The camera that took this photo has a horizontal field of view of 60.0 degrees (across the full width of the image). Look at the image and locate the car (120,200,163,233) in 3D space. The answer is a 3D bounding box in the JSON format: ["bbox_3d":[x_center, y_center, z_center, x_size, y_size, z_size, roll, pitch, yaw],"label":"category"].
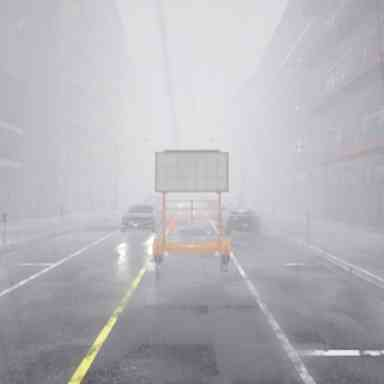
[{"bbox_3d":[-2.841,1.419,19.192,1.837,1.490,4.892,0,0,0],"label":"car"}]

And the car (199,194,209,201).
[{"bbox_3d":[2.630,1.217,73.594,1.967,1.590,4.097,1,0,0],"label":"car"}]

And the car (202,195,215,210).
[{"bbox_3d":[2.604,1.389,40.409,1.887,1.381,4.507,1,0,0],"label":"car"}]

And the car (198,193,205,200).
[{"bbox_3d":[2.615,1.337,62.533,1.887,1.381,4.507,1,0,0],"label":"car"}]

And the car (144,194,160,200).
[{"bbox_3d":[-5.276,1.370,40.306,1.752,1.417,4.829,2,0,0],"label":"car"}]

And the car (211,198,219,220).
[{"bbox_3d":[2.596,1.421,23.989,1.752,1.417,4.829,1,0,0],"label":"car"}]

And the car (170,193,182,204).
[{"bbox_3d":[-2.782,1.344,60.102,2.033,1.411,5.357,0,0,1],"label":"car"}]

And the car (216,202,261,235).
[{"bbox_3d":[2.593,1.463,18.287,1.887,1.381,4.507,1,0,0],"label":"car"}]

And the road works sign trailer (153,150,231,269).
[{"bbox_3d":[-0.005,0.412,10.970,2.380,3.560,2.880,0,0,0],"label":"road works sign trailer"}]

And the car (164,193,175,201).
[{"bbox_3d":[-5.252,1.087,79.188,2.192,1.841,5.009,1,0,0],"label":"car"}]

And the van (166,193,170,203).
[{"bbox_3d":[-5.263,1.143,57.066,1.690,1.788,3.998,2,0,0],"label":"van"}]

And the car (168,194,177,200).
[{"bbox_3d":[-5.253,1.330,90.251,1.947,1.339,4.313,1,0,0],"label":"car"}]

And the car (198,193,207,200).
[{"bbox_3d":[2.596,1.082,84.656,2.192,1.841,5.009,1,0,0],"label":"car"}]

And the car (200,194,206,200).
[{"bbox_3d":[2.606,1.379,45.941,2.008,1.369,4.403,1,0,0],"label":"car"}]

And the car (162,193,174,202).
[{"bbox_3d":[-5.255,1.093,73.659,2.192,1.841,5.009,1,0,0],"label":"car"}]

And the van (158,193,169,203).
[{"bbox_3d":[-5.261,1.134,62.598,1.690,1.788,3.998,1,0,0],"label":"van"}]

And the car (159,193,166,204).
[{"bbox_3d":[-5.268,1.144,46.007,2.192,1.841,5.009,2,0,0],"label":"car"}]
